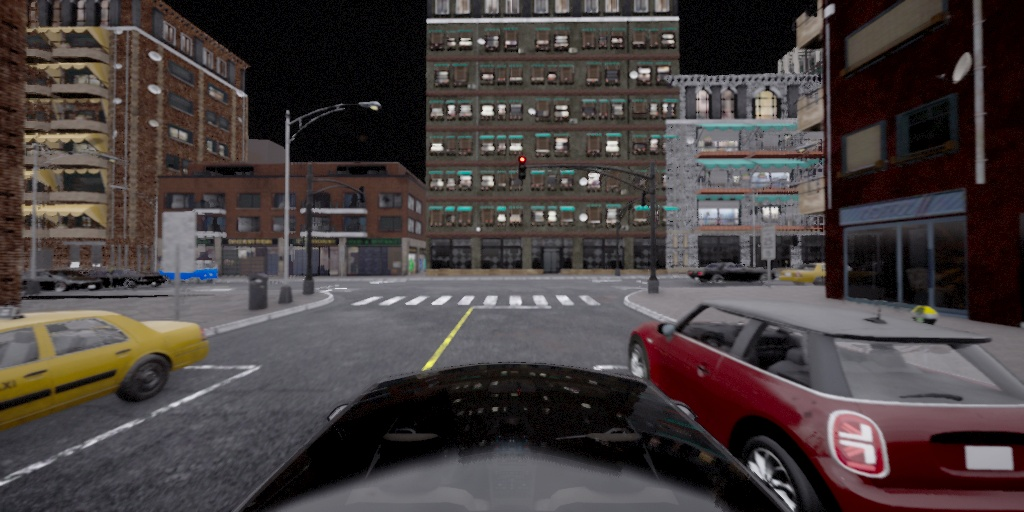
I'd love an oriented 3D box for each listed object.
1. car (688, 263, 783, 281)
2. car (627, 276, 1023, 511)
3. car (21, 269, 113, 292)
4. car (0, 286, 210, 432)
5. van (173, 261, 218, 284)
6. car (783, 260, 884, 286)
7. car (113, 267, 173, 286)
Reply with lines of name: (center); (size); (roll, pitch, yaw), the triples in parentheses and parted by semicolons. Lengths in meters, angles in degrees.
car: (13.873, 1.109, 22.651); (4.718, 1.301, 1.895); (-1, -1, 1)
car: (2.738, 1.182, 4.011); (1.967, 1.591, 4.097); (0, 0, 0)
car: (-26.190, 1.407, 20.524); (4.313, 1.339, 1.948); (0, 0, 1)
car: (-5.827, 1.267, 3.786); (1.751, 1.417, 4.829); (0, 0, 0)
van: (-26.067, 1.298, 28.902); (3.998, 1.789, 1.690); (0, 0, 1)
car: (17.651, 0.964, 19.894); (4.829, 1.417, 1.751); (0, 0, 1)
car: (-25.358, 1.473, 23.212); (4.718, 1.301, 1.895); (-1, -1, 1)
